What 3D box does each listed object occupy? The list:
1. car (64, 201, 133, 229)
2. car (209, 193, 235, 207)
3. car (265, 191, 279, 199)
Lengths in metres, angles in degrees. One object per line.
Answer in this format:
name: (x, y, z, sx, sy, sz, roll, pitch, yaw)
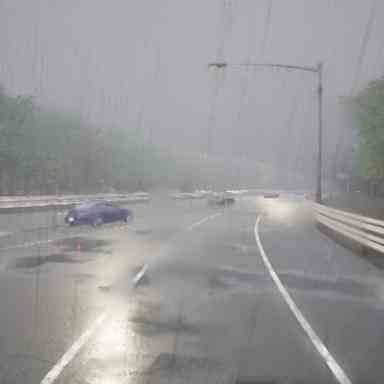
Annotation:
car: (-5.353, 1.239, 19.519, 1.812, 1.442, 4.674, 1, 1, 25)
car: (3.479, 0.908, 38.199, 2.128, 1.511, 4.902, 1, 1, 25)
car: (15.105, 0.573, 62.754, 2.033, 1.411, 5.357, 1, 1, 25)
